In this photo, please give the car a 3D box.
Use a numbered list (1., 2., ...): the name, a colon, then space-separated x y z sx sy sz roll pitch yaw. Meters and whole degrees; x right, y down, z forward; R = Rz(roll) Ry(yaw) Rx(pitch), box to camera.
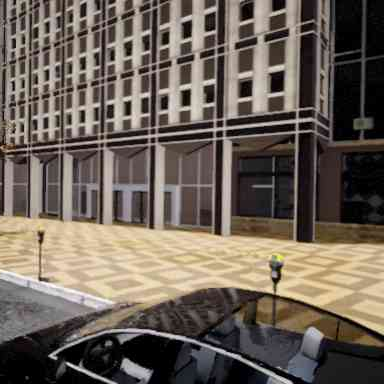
1. car: 0.001 1.562 2.860 4.313 1.339 1.947 0 1 35
